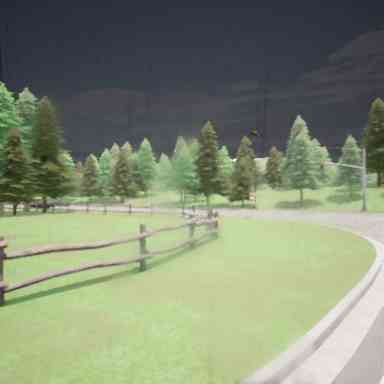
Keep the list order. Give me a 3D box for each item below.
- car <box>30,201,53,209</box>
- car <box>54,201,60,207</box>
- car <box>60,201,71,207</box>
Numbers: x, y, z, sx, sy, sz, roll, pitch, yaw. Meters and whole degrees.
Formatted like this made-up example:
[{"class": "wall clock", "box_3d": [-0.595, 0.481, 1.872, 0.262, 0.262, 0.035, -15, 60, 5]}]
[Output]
[{"class": "car", "box_3d": [-27.994, 2.432, 60.679, 4.718, 1.301, 1.895, -1, -1, 36]}, {"class": "car", "box_3d": [-31.228, 2.564, 71.493, 4.718, 1.301, 1.895, -1, -1, 36]}, {"class": "car", "box_3d": [-29.201, 2.530, 74.347, 5.357, 1.411, 2.033, -1, -1, 36]}]
